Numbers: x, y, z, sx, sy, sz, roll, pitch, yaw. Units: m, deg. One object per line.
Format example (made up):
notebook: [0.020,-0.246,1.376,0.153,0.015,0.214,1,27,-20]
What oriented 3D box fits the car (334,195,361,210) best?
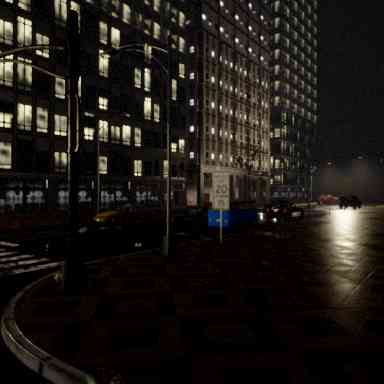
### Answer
car: [21.175,1.368,44.518,2.192,1.841,5.009,0,0,38]

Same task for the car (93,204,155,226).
car: [-4.774,1.538,23.995,1.752,1.417,4.829,0,0,38]

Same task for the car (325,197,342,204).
car: [28.530,1.623,66.953,2.008,1.369,4.403,0,0,38]

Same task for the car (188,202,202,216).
car: [1.342,1.602,31.711,1.802,1.307,4.206,0,0,38]

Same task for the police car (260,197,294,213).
police car: [9.967,1.458,38.689,1.930,1.638,5.238,0,0,38]

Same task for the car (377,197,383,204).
car: [38.167,1.658,66.543,1.947,1.339,4.313,0,0,38]

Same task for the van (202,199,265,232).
van: [2.612,1.367,20.273,1.690,1.788,3.998,0,0,38]

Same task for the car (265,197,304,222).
car: [7.581,1.471,26.897,1.967,1.590,4.097,0,0,38]

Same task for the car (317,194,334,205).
car: [25.132,1.379,62.548,2.192,1.841,5.009,0,0,38]
